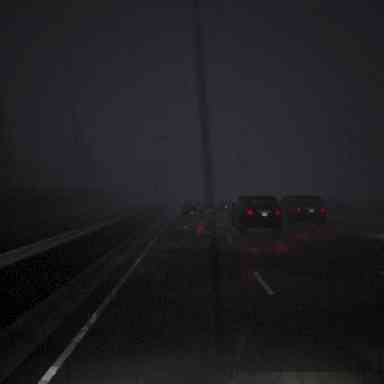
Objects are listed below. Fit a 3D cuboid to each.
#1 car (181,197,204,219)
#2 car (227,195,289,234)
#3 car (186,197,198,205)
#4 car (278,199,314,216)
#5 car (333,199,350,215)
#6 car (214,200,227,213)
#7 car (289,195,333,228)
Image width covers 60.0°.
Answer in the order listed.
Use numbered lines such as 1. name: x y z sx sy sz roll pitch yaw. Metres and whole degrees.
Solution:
1. car: 0.045 1.477 29.273 2.128 1.511 4.902 0 0 0
2. car: 3.588 1.211 19.220 2.150 2.045 5.566 0 0 0
3. car: 0.005 1.534 58.438 1.994 1.385 4.181 0 0 0
4. car: 10.601 1.530 34.242 2.033 1.411 5.357 0 0 0
5. car: 14.101 1.460 33.755 1.882 1.535 5.008 0 0 0
6. car: 3.601 1.545 37.142 1.994 1.385 4.181 0 0 0
7. car: 7.102 1.210 22.446 2.150 2.045 5.566 0 0 0
